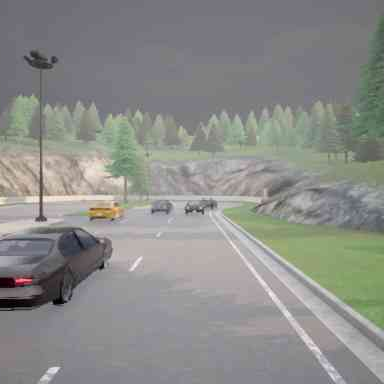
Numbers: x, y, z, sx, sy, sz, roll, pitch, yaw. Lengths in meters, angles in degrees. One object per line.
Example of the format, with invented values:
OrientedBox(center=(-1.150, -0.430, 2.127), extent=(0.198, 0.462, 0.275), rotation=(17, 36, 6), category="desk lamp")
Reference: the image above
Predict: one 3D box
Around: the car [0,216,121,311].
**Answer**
OrientedBox(center=(-3.399, 1.547, 8.026), extent=(2.033, 1.411, 5.357), rotation=(0, 0, 0), category="car")

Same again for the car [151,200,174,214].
OrientedBox(center=(-3.110, 1.547, 35.477), extent=(2.033, 1.411, 5.357), rotation=(0, 0, 3), category="car")

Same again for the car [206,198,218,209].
OrientedBox(center=(2.216, 1.492, 44.517), extent=(2.128, 1.511, 4.902), rotation=(0, 0, 14), category="car")

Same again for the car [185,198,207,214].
OrientedBox(center=(0.341, 1.601, 34.364), extent=(1.895, 1.301, 4.718), rotation=(0, 0, 3), category="car")

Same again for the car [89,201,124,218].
OrientedBox(center=(-6.872, 1.477, 27.177), extent=(1.882, 1.535, 5.008), rotation=(0, 0, 1), category="car")
